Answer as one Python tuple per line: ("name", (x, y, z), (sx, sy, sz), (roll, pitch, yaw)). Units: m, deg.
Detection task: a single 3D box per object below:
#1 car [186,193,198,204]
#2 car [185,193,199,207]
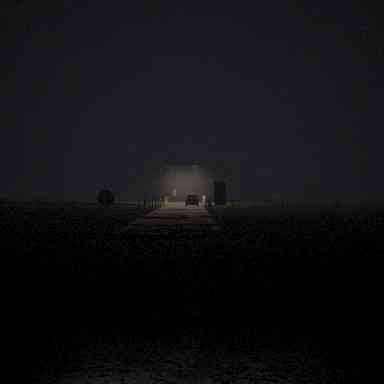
("car", (-0.014, 1.252, 63.409), (2.150, 2.045, 5.566), (0, 0, 0))
("car", (-0.011, 1.377, 53.343), (2.097, 1.767, 4.553), (0, 0, 0))
